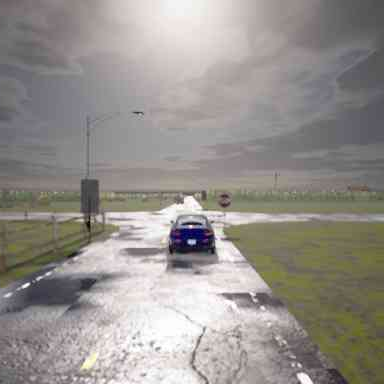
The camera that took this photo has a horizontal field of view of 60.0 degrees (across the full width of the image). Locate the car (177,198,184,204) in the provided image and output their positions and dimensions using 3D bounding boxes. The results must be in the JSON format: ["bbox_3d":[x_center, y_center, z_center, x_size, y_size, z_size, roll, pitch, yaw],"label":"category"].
[{"bbox_3d":[-2.861,2.330,82.786,1.837,1.490,4.892,0,-1,0],"label":"car"}]

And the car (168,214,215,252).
[{"bbox_3d":[0.006,1.661,14.367,1.812,1.442,4.674,0,0,0],"label":"car"}]
